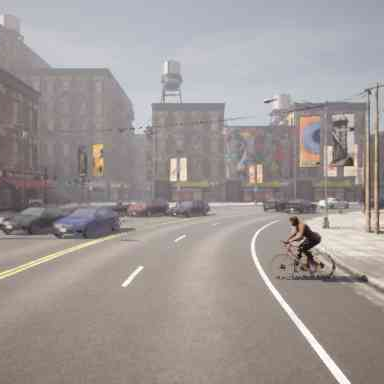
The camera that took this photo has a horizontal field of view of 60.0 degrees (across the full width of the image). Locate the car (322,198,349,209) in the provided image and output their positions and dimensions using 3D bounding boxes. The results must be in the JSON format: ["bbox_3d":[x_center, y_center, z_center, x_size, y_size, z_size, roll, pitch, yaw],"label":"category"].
[{"bbox_3d":[19.155,1.525,44.983,4.674,1.442,1.812,0,0,-27],"label":"car"}]

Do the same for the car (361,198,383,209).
[{"bbox_3d":[24.176,1.525,43.323,4.674,1.442,1.812,0,0,-20],"label":"car"}]

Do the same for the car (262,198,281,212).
[{"bbox_3d":[10.058,1.491,38.541,2.128,1.511,4.902,0,0,44],"label":"car"}]

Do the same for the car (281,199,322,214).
[{"bbox_3d":[11.697,1.504,35.313,1.837,1.490,4.892,0,0,42],"label":"car"}]

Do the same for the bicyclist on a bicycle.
[{"bbox_3d":[2.775,1.425,8.439,1.656,1.620,0.582,-2,0,3],"label":"bicyclist on a bicycle"}]

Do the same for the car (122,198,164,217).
[{"bbox_3d":[-4.032,1.351,31.392,2.097,1.767,4.553,0,0,29],"label":"car"}]

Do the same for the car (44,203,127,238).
[{"bbox_3d":[-5.462,1.525,17.813,1.812,1.442,4.674,0,0,14],"label":"car"}]

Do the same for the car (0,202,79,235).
[{"bbox_3d":[-8.716,1.525,19.170,1.812,1.442,4.674,0,0,14],"label":"car"}]

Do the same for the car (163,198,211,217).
[{"bbox_3d":[-0.151,1.547,31.316,2.033,1.411,5.357,0,0,31],"label":"car"}]
